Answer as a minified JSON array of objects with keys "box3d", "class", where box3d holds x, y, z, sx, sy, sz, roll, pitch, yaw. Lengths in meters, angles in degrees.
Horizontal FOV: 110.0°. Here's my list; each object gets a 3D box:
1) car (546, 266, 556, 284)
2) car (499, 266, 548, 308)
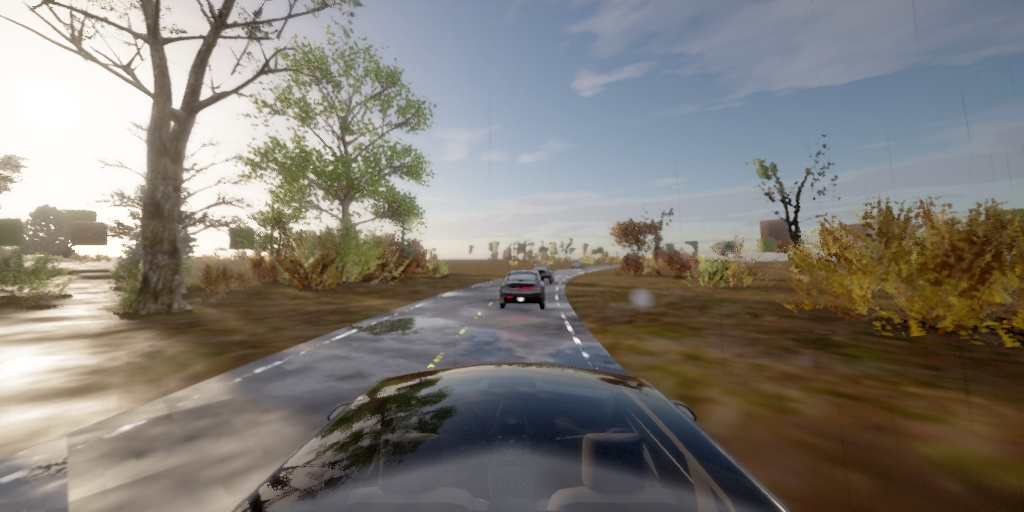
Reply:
[{"box3d":[2.623,1.551,30.696,1.837,1.490,4.892,0,0,11],"class":"car"},{"box3d":[0.562,1.398,16.005,1.837,1.490,4.892,0,0,5],"class":"car"}]
